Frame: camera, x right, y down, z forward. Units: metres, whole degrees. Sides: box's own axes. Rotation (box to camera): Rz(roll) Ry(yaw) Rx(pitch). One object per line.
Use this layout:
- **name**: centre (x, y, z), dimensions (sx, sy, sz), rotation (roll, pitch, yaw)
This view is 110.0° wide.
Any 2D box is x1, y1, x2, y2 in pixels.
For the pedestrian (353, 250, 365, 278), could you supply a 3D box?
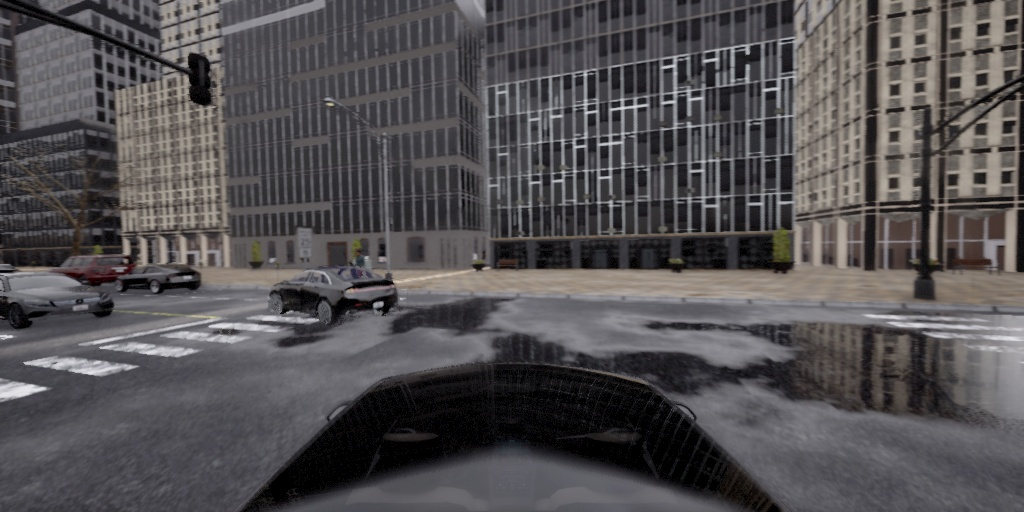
- **pedestrian**: centre (-7.152, 0.548, 16.864), dimensions (0.375, 1.860, 0.375), rotation (-1, 2, 17)

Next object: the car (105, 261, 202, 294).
- **car**: centre (-17.695, 1.096, 18.029), dimensions (4.313, 1.339, 1.948), rotation (0, 0, 17)

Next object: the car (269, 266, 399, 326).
- **car**: centre (-5.537, 1.066, 10.903), dimensions (4.902, 1.511, 2.128), rotation (0, 2, 35)

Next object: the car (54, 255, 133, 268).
- **car**: centre (-22.967, 0.874, 19.675), dimensions (5.009, 1.841, 2.192), rotation (0, 0, 17)

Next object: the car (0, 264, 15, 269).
- **car**: centre (-33.510, 1.184, 22.967), dimensions (4.313, 1.339, 1.948), rotation (0, 0, 17)

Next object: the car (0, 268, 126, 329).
- **car**: centre (-14.603, 1.235, 10.973), dimensions (4.674, 1.442, 1.812), rotation (0, 2, 17)
